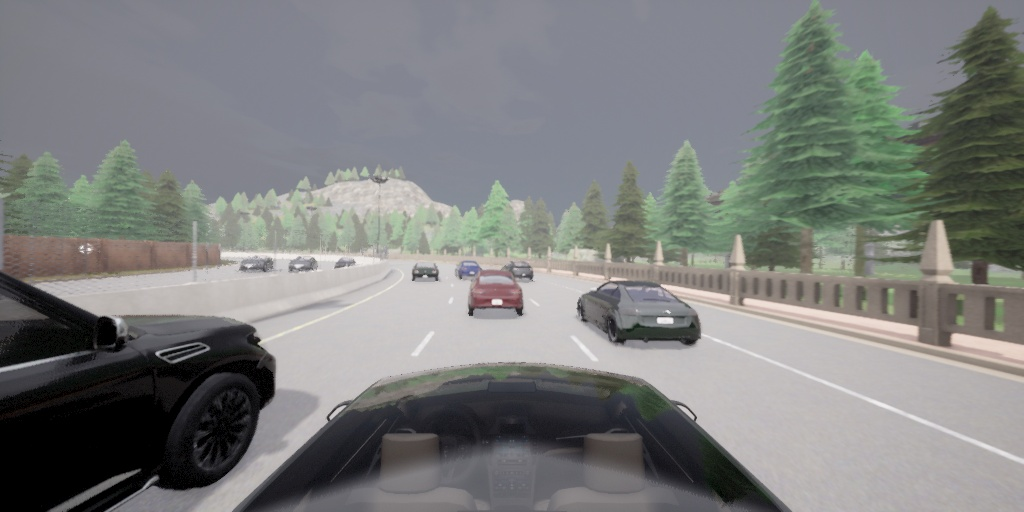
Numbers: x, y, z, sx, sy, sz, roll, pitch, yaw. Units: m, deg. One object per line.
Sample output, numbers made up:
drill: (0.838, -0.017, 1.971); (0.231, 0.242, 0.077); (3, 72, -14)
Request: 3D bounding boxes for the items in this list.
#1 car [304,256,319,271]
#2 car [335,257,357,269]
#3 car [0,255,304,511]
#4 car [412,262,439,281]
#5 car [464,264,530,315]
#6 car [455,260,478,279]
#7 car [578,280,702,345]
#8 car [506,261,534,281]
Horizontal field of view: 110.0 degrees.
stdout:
car: (-19.785, 0.728, 34.214); (2.128, 1.511, 4.902); (1, 0, -19)
car: (-17.160, 0.819, 37.310); (2.033, 1.411, 5.357); (1, 0, -20)
car: (-3.540, 0.907, 1.361); (2.150, 2.045, 5.566); (1, 0, 0)
car: (-6.562, 1.116, 27.145); (1.895, 1.301, 4.718); (1, 0, -14)
car: (-0.653, 1.213, 13.135); (1.812, 1.442, 4.674); (1, 0, -5)
car: (-3.602, 1.085, 29.510); (1.812, 1.442, 4.674); (1, 0, -14)
car: (3.147, 1.338, 9.665); (1.994, 1.385, 4.181); (1, 0, -4)
car: (0.309, 1.130, 28.284); (2.128, 1.511, 4.902); (1, 0, -13)
